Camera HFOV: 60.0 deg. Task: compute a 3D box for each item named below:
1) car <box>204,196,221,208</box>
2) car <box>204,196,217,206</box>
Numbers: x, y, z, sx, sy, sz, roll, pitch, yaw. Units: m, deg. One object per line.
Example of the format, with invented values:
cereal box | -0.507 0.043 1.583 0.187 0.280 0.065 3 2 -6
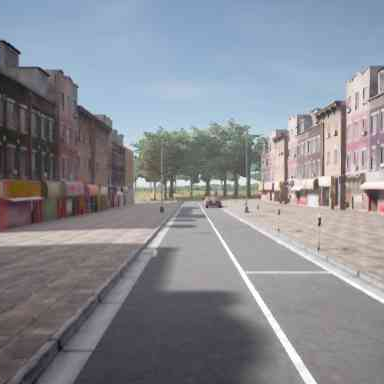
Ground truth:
car | 2.988 1.362 47.916 2.097 1.767 4.553 0 0 0
car | 3.015 1.501 54.947 1.882 1.535 5.008 0 0 0
